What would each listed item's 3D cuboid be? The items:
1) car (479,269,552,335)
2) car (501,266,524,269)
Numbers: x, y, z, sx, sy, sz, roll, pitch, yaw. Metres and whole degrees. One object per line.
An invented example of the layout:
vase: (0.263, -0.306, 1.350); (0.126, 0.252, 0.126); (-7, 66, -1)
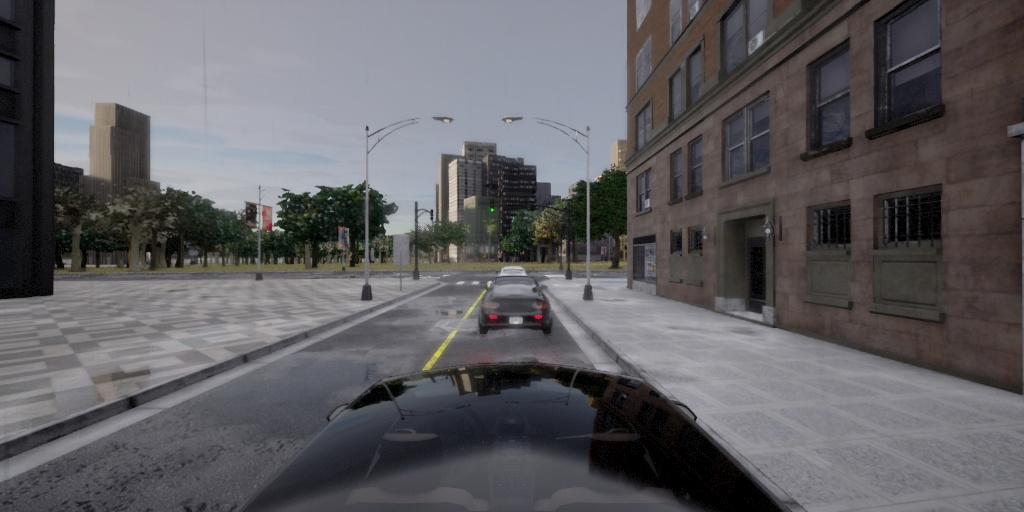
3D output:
car: (0.081, 1.278, 10.376); (1.812, 1.442, 4.674); (0, 0, 0)
car: (0.042, 1.280, 20.324); (1.812, 1.442, 4.674); (0, 0, -1)
